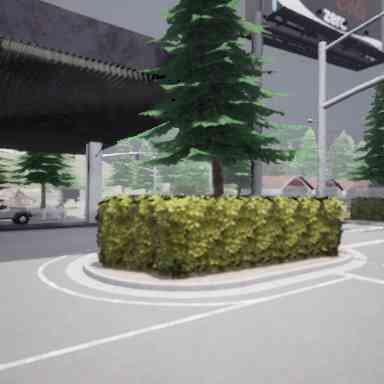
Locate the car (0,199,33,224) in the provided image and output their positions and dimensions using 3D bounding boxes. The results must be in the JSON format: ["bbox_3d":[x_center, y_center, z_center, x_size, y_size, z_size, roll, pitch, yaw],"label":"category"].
[{"bbox_3d":[-13.116,1.341,22.662,3.866,1.878,1.905,1,0,-36],"label":"car"}]
